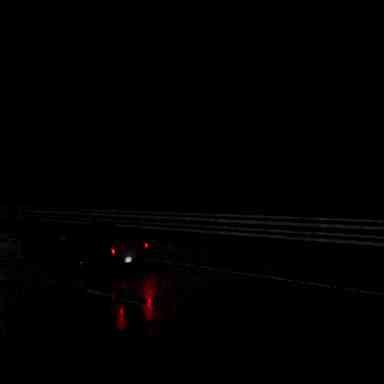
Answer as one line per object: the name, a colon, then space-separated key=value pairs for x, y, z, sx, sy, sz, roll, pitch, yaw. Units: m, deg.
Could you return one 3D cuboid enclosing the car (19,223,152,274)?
car: x=-3.637 y=1.674 z=10.891 sx=4.718 sy=1.301 sz=1.895 roll=-1 pitch=0 yaw=36
